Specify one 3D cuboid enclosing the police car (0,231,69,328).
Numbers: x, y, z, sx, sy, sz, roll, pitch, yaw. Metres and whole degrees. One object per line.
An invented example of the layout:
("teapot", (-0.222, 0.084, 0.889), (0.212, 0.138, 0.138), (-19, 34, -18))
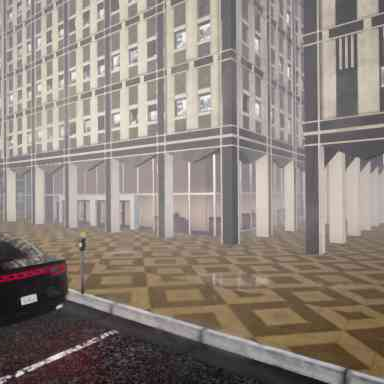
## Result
("police car", (-4.571, 1.427, 6.563), (5.238, 1.638, 1.930), (0, 0, 36))
